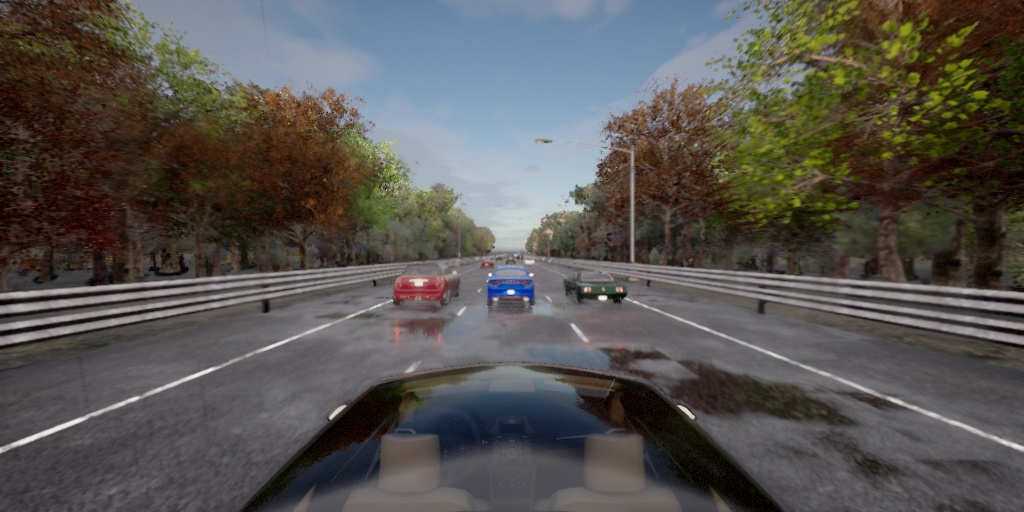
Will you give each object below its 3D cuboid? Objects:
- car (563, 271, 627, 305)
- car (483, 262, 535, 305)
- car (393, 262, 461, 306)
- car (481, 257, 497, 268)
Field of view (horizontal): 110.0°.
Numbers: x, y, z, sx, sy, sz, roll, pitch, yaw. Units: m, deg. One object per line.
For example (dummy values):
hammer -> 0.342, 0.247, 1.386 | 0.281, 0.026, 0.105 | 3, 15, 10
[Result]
car -> 3.454, 1.308, 15.863 | 1.895, 1.301, 4.718 | 0, 0, 0
car -> -0.045, 1.188, 15.869 | 1.882, 1.535, 5.008 | 0, 0, 0
car -> -3.547, 1.065, 15.738 | 2.097, 1.767, 4.553 | 0, 0, 0
car -> -3.703, 1.107, 54.900 | 1.812, 1.442, 4.674 | 0, 0, 0
